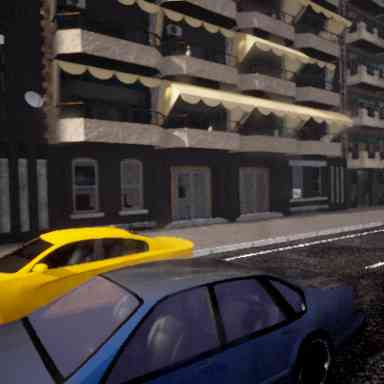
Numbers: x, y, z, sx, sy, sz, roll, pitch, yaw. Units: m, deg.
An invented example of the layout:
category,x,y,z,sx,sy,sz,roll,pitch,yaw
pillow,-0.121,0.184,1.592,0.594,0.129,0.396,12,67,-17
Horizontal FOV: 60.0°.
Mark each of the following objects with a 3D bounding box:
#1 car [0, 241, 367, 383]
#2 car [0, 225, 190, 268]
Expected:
category,x,y,z,sx,sy,sz,roll,pitch,yaw
car,-0.295,1.508,3.476,5.357,1.411,2.033,-2,1,-35
car,-2.226,1.440,6.088,5.008,1.535,1.882,-2,1,-35
